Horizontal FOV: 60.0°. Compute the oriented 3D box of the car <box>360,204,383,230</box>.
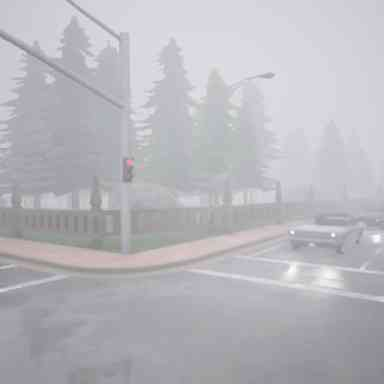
[{"bbox_3d":[11.632,1.485,21.118,2.033,1.411,5.357,-1,0,41],"label":"car"}]

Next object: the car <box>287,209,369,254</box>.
[{"bbox_3d":[5.593,1.564,13.592,1.895,1.301,4.718,-1,0,38],"label":"car"}]
